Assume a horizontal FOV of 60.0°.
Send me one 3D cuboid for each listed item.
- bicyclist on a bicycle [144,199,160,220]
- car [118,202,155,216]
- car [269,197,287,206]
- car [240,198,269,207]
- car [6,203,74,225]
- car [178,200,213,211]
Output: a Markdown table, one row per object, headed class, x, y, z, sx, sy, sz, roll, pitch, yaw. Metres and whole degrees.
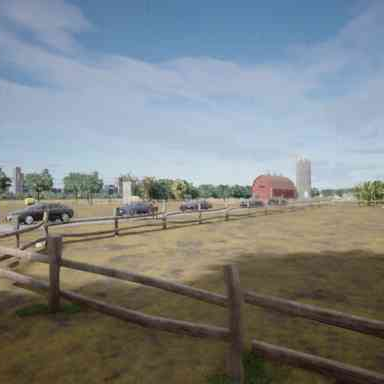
| class | x | y | z | sx | sy | sz | roll | pitch | yaw |
| --- | --- | --- | --- | --- | --- | --- | --- | --- | --- |
| bicyclist on a bicycle | -3.160 | 1.415 | 26.297 | 1.656 | 1.620 | 0.582 | 0 | 0 | 35 |
| car | -5.601 | 1.669 | 33.179 | 1.994 | 1.385 | 4.181 | -2 | -1 | 35 |
| car | 14.574 | 1.608 | 56.669 | 1.837 | 1.490 | 4.892 | -2 | -2 | 35 |
| car | 8.873 | 1.602 | 48.553 | 2.033 | 1.411 | 5.357 | -2 | -1 | 36 |
| car | -11.339 | 1.597 | 25.100 | 1.837 | 1.490 | 4.892 | -2 | -1 | 35 |
| car | 0.552 | 1.667 | 41.831 | 2.033 | 1.411 | 5.357 | -2 | -1 | 36 |
